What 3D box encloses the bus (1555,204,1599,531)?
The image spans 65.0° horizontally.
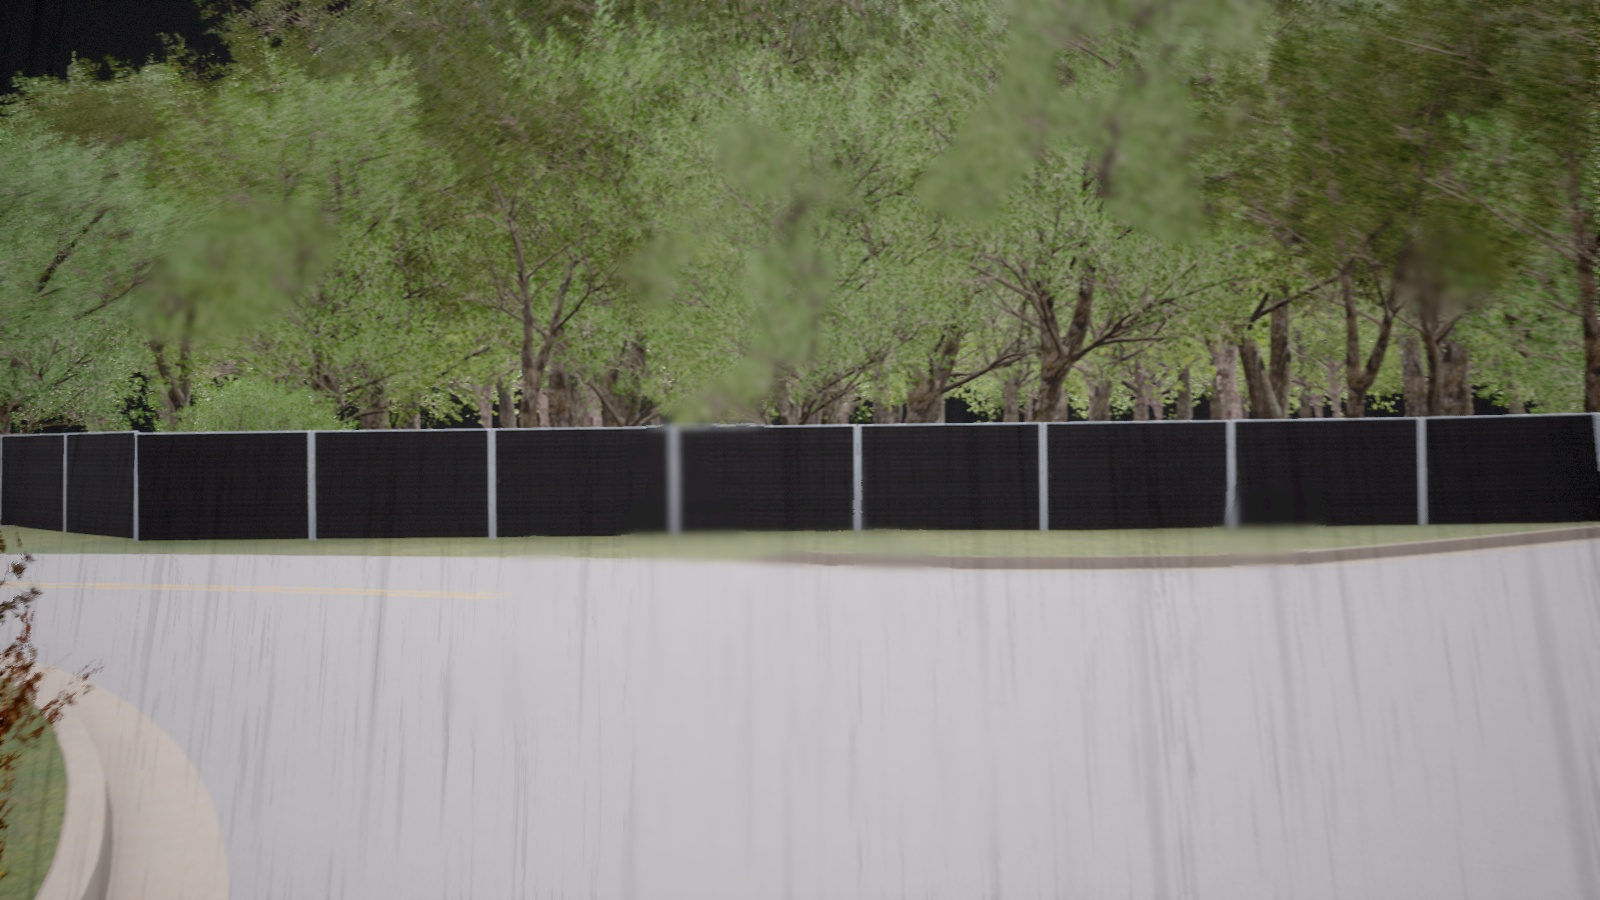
[{"bbox_3d":[15.506,-1.313,15.159,10.273,4.253,3.944,-4,0,23],"label":"bus"}]
